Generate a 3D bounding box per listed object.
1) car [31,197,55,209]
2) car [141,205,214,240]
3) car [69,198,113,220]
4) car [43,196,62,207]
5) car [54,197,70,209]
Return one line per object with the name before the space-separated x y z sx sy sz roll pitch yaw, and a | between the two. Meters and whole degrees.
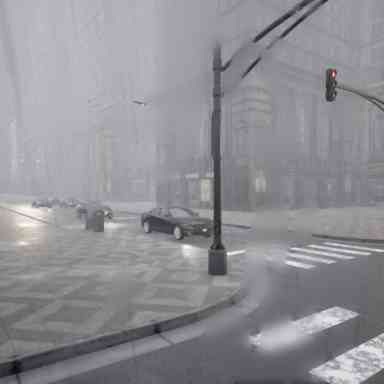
car | -19.994 1.493 44.186 2.033 1.411 5.357 0 0 -35
car | -0.871 1.470 17.226 1.882 1.535 5.008 0 0 -36
car | -8.101 1.476 27.368 2.128 1.511 4.902 0 0 -35
car | -21.957 1.446 52.133 1.812 1.442 4.674 0 0 -35
car | -16.317 1.489 44.318 2.033 1.411 5.357 0 0 -35
